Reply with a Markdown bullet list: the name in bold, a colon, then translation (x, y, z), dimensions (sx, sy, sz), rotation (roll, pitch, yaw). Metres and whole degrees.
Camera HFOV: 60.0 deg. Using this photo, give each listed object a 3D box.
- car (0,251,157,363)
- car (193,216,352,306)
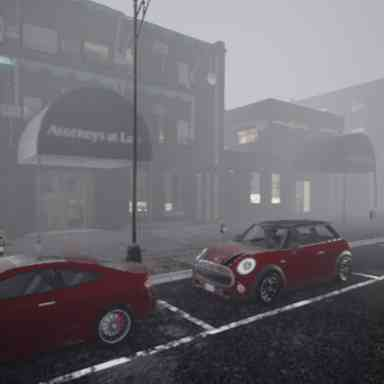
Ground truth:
- **car**: translation (-2.513, 1.581, 4.758), dimensions (4.206, 1.307, 1.802), rotation (0, 1, -35)
- **car**: translation (1.992, 1.425, 7.970), dimensions (4.097, 1.590, 1.967), rotation (0, 1, -35)
